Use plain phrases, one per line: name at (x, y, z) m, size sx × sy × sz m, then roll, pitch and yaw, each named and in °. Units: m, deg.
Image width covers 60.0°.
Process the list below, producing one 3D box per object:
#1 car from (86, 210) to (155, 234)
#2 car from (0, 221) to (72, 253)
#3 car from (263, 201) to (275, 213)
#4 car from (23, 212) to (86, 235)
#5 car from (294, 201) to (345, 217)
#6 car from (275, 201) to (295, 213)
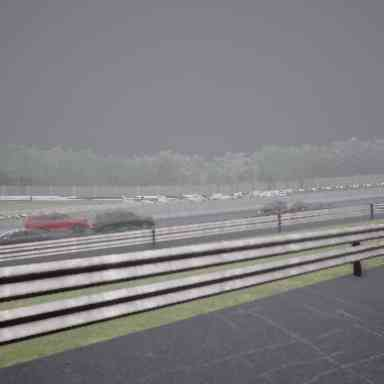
car at (-6.098, 2.616, 29.453) m, size 5.566 × 2.045 × 2.150 m, roll -4°, pitch 2°, yaw -23°
car at (-11.329, 3.321, 23.407) m, size 4.892 × 1.490 × 1.837 m, roll -4°, pitch 2°, yaw -23°
car at (10.662, 1.737, 40.441) m, size 4.181 × 1.385 × 1.994 m, roll -4°, pitch 2°, yaw -23°
car at (-12.431, 2.890, 30.548) m, size 5.566 × 2.045 × 2.150 m, roll -4°, pitch 2°, yaw -23°
car at (13.422, 1.721, 34.008) m, size 4.902 × 1.511 × 2.128 m, roll -4°, pitch 2°, yaw -23°
car at (12.041, 1.727, 37.225) m, size 4.674 × 1.442 × 1.812 m, roll -4°, pitch 2°, yaw -23°
